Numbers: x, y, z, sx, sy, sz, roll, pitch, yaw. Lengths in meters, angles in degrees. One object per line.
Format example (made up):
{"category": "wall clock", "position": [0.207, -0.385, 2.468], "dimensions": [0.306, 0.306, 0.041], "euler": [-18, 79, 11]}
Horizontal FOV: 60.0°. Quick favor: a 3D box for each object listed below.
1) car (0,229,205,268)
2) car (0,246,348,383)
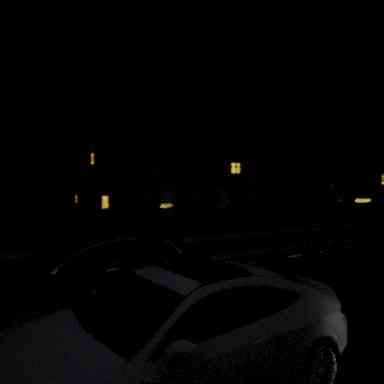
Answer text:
{"category": "car", "position": [-1.810, 1.528, 6.387], "dimensions": [4.892, 1.490, 1.837], "euler": [1, 0, -36]}
{"category": "car", "position": [-0.148, 1.545, 3.580], "dimensions": [4.674, 1.442, 1.812], "euler": [1, 0, -36]}
